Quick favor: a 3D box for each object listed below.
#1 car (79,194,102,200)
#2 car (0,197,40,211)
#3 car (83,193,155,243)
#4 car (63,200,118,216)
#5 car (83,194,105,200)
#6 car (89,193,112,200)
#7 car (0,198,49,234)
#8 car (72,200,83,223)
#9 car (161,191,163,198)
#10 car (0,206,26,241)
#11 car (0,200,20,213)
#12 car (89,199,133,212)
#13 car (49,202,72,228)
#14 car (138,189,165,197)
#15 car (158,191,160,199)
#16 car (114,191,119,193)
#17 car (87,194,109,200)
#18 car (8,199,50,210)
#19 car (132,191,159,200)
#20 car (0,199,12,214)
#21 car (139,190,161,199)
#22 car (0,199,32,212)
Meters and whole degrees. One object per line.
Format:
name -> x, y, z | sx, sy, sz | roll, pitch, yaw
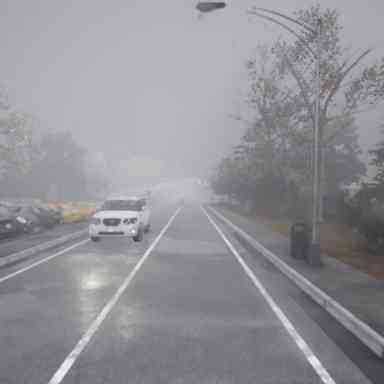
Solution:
car -> -23.517, 1.193, 77.403 | 4.674, 1.452, 2.002 | 0, 0, 0
car -> -23.325, 1.563, 44.864 | 4.553, 1.767, 2.185 | 0, 0, 0
car -> -3.379, 1.239, 16.634 | 2.150, 2.045, 5.566 | 0, 0, 0
car -> -10.234, 1.600, 33.865 | 4.892, 1.521, 2.231 | 0, 0, 0
car -> -23.512, 1.195, 80.188 | 4.674, 1.452, 2.002 | 0, 0, 0
car -> -23.683, 1.133, 85.892 | 5.366, 1.575, 1.946 | 0, 0, 0
car -> -10.280, 1.373, 17.217 | 4.553, 1.767, 2.185 | 0, 0, 0
car -> -10.427, 1.512, 22.764 | 5.366, 1.575, 1.946 | 0, 0, 0
car -> -10.418, 1.152, 83.134 | 5.008, 1.535, 2.097 | 0, 0, 0
car -> -10.282, 1.526, 14.444 | 4.792, 1.488, 2.163 | 0, 0, 0
car -> -23.298, 1.683, 39.447 | 4.674, 1.452, 2.002 | 0, 0, 0
car -> -10.223, 1.668, 42.194 | 5.008, 1.535, 2.097 | 0, 0, 0
car -> -10.239, 1.504, 19.997 | 4.892, 1.521, 2.231 | 0, 0, 0
car -> -10.446, 0.886, 85.926 | 5.566, 2.045, 2.435 | 0, 0, 0
car -> -10.464, 1.185, 77.569 | 4.792, 1.488, 2.163 | 0, 0, 0
car -> -23.457, 1.109, 91.343 | 4.792, 1.488, 2.163 | 0, 1, 0
car -> -23.532, 1.180, 83.100 | 4.792, 1.488, 2.163 | 0, 0, 0
car -> -23.285, 1.711, 47.634 | 5.008, 1.535, 2.097 | 0, 0, 0
car -> -10.411, 1.182, 74.785 | 4.792, 1.488, 2.163 | 0, 0, 0
car -> -23.119, 1.617, 36.677 | 5.366, 1.575, 1.946 | 0, 0, 0
car -> -10.460, 1.032, 80.355 | 4.553, 1.767, 2.185 | 0, 0, 0
car -> -23.268, 1.696, 42.217 | 4.792, 1.488, 2.163 | 0, 0, 0
